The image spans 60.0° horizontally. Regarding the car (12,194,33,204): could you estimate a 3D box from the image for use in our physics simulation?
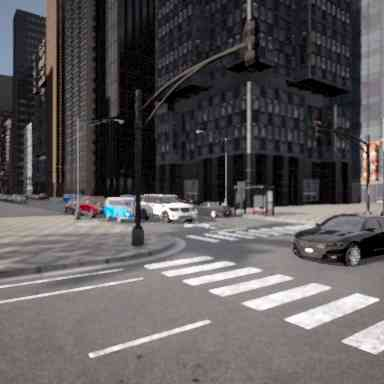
[{"bbox_3d":[-31.583,1.497,61.778,2.008,1.369,4.403,0,0,-36],"label":"car"}]

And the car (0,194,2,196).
[{"bbox_3d":[-44.675,1.472,80.124,1.752,1.417,4.829,0,0,-36],"label":"car"}]

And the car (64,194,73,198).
[{"bbox_3d":[-14.134,1.430,41.936,1.882,1.535,5.008,0,0,-35],"label":"car"}]

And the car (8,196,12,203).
[{"bbox_3d":[-34.880,1.387,66.400,1.967,1.590,4.097,0,0,-36],"label":"car"}]

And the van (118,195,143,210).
[{"bbox_3d":[-8.155,1.304,43.625,1.690,1.788,3.998,0,0,-36],"label":"van"}]

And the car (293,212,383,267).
[{"bbox_3d":[5.587,1.489,11.537,5.008,1.535,1.882,0,0,-35],"label":"car"}]

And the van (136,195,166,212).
[{"bbox_3d":[-4.857,1.306,39.004,1.690,1.788,3.998,0,0,-36],"label":"van"}]

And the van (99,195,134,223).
[{"bbox_3d":[-5.199,1.300,24.807,1.690,1.788,3.998,0,0,-36],"label":"van"}]

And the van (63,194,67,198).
[{"bbox_3d":[-24.645,1.302,66.732,1.690,1.788,3.998,0,0,-36],"label":"van"}]

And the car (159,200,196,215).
[{"bbox_3d":[-1.559,1.551,34.382,1.802,1.307,4.206,0,0,-36],"label":"car"}]

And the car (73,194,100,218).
[{"bbox_3d":[-8.497,1.270,29.429,2.192,1.841,5.009,0,0,-36],"label":"car"}]

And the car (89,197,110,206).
[{"bbox_3d":[-14.751,1.543,52.867,1.802,1.307,4.206,0,0,-36],"label":"car"}]

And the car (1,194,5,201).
[{"bbox_3d":[-41.476,1.512,75.642,1.947,1.339,4.313,0,0,-36],"label":"car"}]

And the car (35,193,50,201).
[{"bbox_3d":[-37.836,1.276,85.218,2.192,1.841,5.009,0,0,-36],"label":"car"}]

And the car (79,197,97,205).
[{"bbox_3d":[-18.049,1.543,57.489,1.802,1.307,4.206,0,0,-36],"label":"car"}]

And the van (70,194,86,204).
[{"bbox_3d":[-21.347,1.302,62.111,1.690,1.788,3.998,0,0,-36],"label":"van"}]

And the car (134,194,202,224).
[{"bbox_3d":[-1.948,1.185,24.843,2.150,2.045,5.566,0,0,-35],"label":"car"}]

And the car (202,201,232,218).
[{"bbox_3d":[1.739,1.524,29.760,2.008,1.369,4.403,0,0,-36],"label":"car"}]

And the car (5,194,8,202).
[{"bbox_3d":[-38.079,1.472,70.882,1.752,1.417,4.829,0,0,-36],"label":"car"}]

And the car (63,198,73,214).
[{"bbox_3d":[-11.796,1.533,34.050,1.802,1.307,4.206,0,0,-36],"label":"car"}]
